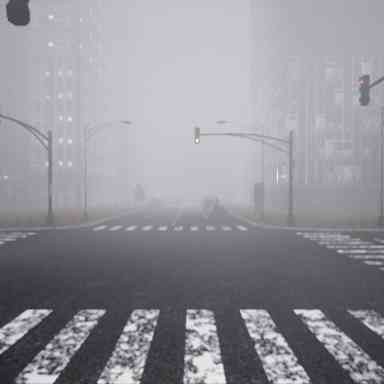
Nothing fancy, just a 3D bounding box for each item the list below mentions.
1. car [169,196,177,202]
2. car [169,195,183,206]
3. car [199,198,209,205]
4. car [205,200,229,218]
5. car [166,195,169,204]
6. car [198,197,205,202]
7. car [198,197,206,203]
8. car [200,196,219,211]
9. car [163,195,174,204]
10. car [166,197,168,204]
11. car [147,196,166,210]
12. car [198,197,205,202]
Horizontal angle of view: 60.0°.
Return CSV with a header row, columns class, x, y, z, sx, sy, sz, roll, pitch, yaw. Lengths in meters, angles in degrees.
class,x,y,z,sx,sy,sz,roll,pitch,yaw
car,-5.347,1.894,92.497,1.967,1.590,4.097,-1,0,0
car,-2.764,1.673,64.018,2.097,1.767,4.553,0,0,0
car,2.539,1.896,70.425,1.887,1.381,4.507,-1,0,0
car,2.515,1.745,31.754,1.802,1.307,4.206,-1,0,0
car,-5.342,1.791,70.399,1.967,1.590,4.097,-1,0,0
car,2.535,1.955,87.169,1.752,1.417,4.829,-1,0,0
car,2.538,1.985,81.474,1.802,1.307,4.206,-1,0,0
car,2.530,1.533,42.805,2.192,1.841,5.009,-1,0,0
car,-5.345,1.692,75.925,2.192,1.841,5.009,-1,0,0
car,-5.337,1.854,53.826,1.802,1.307,4.206,-1,0,0
car,-5.338,1.686,48.302,1.967,1.590,4.097,-1,0,0
car,2.535,1.999,92.524,1.887,1.381,4.507,-1,0,0
